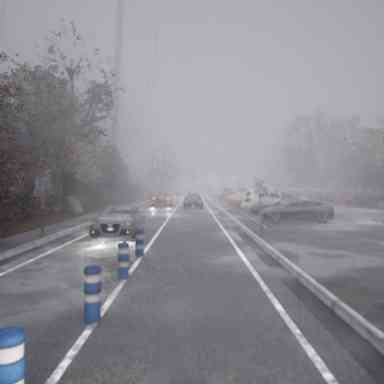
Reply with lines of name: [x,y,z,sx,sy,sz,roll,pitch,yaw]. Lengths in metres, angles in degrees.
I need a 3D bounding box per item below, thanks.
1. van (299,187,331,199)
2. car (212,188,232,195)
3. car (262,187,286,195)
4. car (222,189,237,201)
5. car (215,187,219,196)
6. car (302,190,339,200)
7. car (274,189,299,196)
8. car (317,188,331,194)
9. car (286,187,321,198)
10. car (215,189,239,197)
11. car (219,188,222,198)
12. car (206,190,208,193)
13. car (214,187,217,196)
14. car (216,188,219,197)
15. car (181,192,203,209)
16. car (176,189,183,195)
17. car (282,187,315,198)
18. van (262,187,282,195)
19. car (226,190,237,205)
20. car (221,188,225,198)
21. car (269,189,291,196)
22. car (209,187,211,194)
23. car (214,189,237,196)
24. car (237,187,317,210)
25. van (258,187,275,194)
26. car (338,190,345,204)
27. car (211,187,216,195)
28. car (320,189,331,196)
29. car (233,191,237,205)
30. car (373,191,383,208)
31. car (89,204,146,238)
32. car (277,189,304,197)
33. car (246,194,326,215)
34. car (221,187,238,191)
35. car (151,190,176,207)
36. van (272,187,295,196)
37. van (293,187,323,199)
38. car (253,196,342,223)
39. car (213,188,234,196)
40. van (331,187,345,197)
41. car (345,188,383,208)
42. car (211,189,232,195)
van: [20.280,0.202,54.921,4.442,1.987,1.878,0,1,0]
car: [7.266,-0.104,80.089,4.553,1.767,2.185,0,1,0]
car: [20.372,-0.280,82.744,5.566,2.045,2.435,0,1,0]
car: [6.783,0.693,41.365,5.366,1.575,1.946,0,1,0]
car: [7.103,0.371,60.662,4.792,1.488,2.163,0,1,0]
car: [20.146,0.474,52.156,5.008,1.535,2.097,0,1,0]
car: [20.309,0.193,71.670,4.674,1.452,2.002,0,1,0]
car: [20.122,0.603,46.620,4.792,1.488,2.163,0,1,0]
car: [20.183,0.086,60.461,5.566,2.045,2.435,0,1,0]
car: [7.209,0.205,68.988,4.892,1.521,2.231,0,1,0]
car: [7.091,0.507,52.334,4.792,1.488,2.163,0,1,0]
car: [7.420,-0.412,91.190,5.566,2.045,2.435,0,1,0]
car: [7.127,0.325,63.437,4.792,1.488,2.163,0,1,0]
car: [7.080,0.416,57.886,4.792,1.488,2.163,0,1,0]
car: [0.118,0.967,32.989,1.895,1.301,4.718,0,1,0]
car: [-3.030,0.040,75.135,1.837,1.490,4.892,0,1,0]
car: [20.206,0.041,63.230,5.566,2.045,2.435,0,1,0]
van: [20.540,-0.300,85.513,4.442,1.987,1.878,0,1,0]
car: [6.735,0.833,35.693,5.366,1.575,1.946,0,1,0]
car: [7.009,0.579,46.782,4.892,1.521,2.231,0,1,0]
car: [20.350,0.104,77.084,4.674,1.452,2.002,0,1,0]
car: [7.065,0.110,74.541,5.366,1.575,1.946,0,1,0]
car: [7.220,0.160,71.764,4.892,1.521,2.231,0,1,0]
car: [6.878,0.794,27.359,5.566,2.045,2.435,0,1,0]
van: [20.354,-0.391,91.063,4.442,1.987,1.878,0,0,0]
car: [19.995,0.792,38.319,4.792,1.488,2.163,0,1,0]
car: [6.994,0.247,66.214,5.366,1.575,1.946,0,1,0]
car: [20.100,0.658,43.981,4.792,1.488,2.163,0,1,1]
car: [6.903,0.907,32.917,4.892,1.521,2.231,0,1,0]
car: [19.767,0.968,30.013,5.366,1.575,1.946,0,1,0]
car: [-3.346,1.282,15.581,1.994,1.385,4.181,0,1,0]
car: [20.276,0.201,68.775,5.008,1.535,2.097,0,1,0]
car: [6.831,1.115,24.591,5.008,1.535,2.097,0,1,0]
car: [7.069,0.400,49.558,4.553,1.767,2.185,0,1,0]
car: [-3.225,0.647,36.698,2.097,1.767,4.553,0,1,0]
van: [20.446,-0.118,74.435,4.442,1.987,1.878,0,1,0]
van: [20.071,0.157,57.693,4.442,1.987,1.878,0,1,0]
car: [6.773,1.214,21.817,4.792,1.488,2.163,0,1,0]
car: [7.242,-0.058,77.313,4.553,1.767,2.185,0,1,0]
van: [20.164,0.466,41.204,4.442,1.987,1.878,0,1,0]
car: [20.028,0.580,35.543,5.566,2.045,2.435,0,1,0]
car: [7.315,-0.024,82.867,5.008,1.535,2.097,0,1,0]
